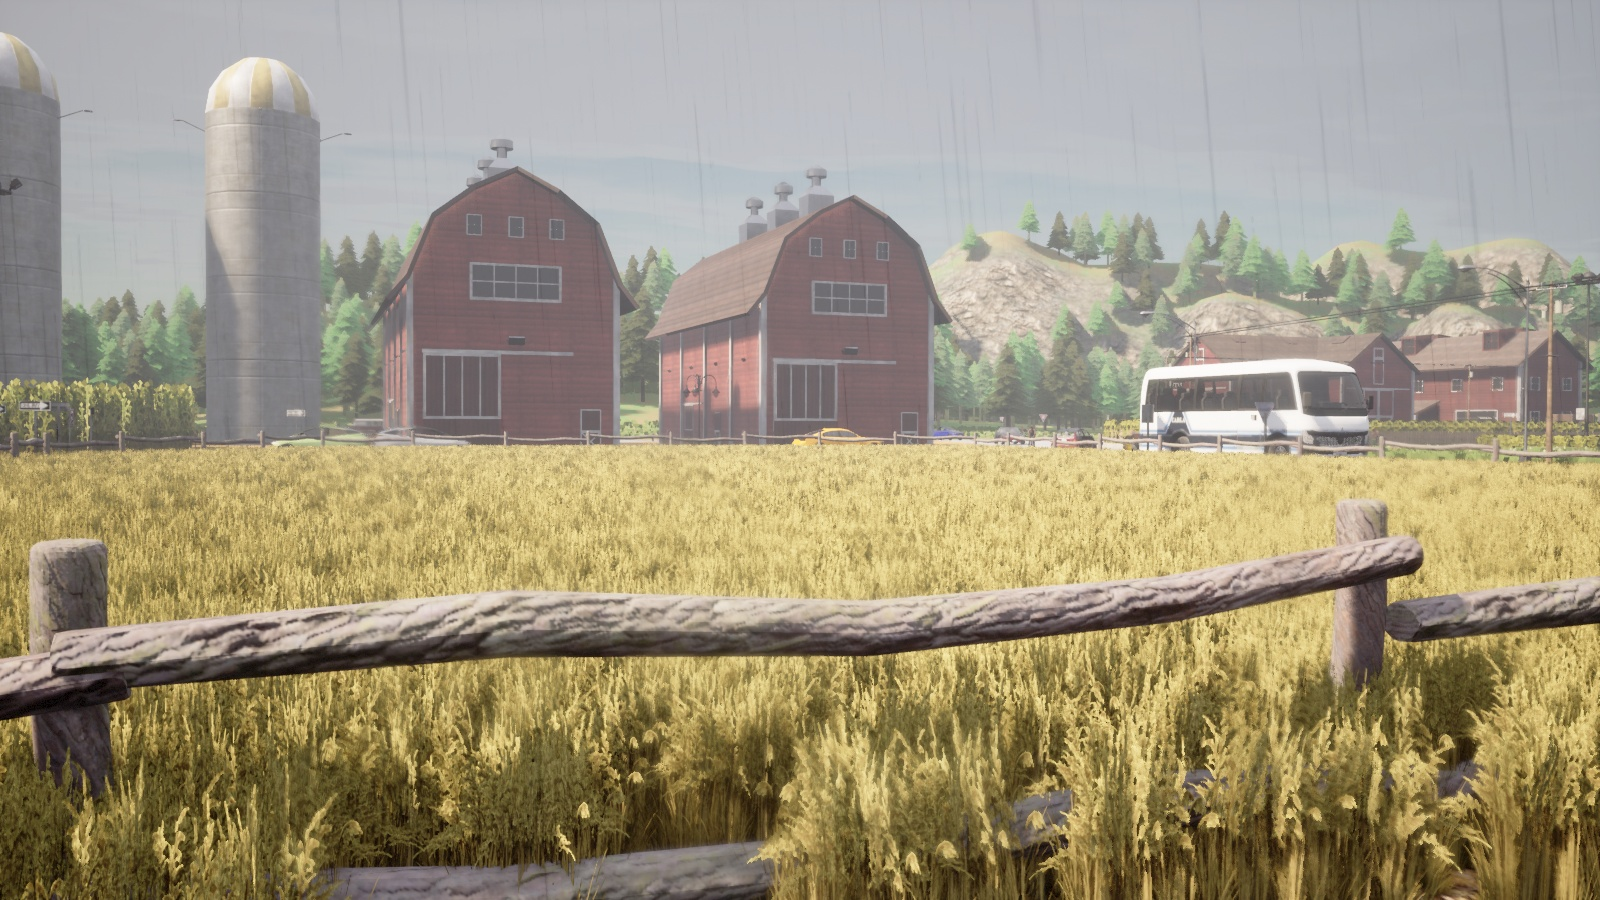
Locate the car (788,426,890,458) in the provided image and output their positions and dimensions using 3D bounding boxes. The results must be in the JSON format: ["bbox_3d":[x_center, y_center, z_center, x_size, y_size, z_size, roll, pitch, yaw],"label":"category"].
[{"bbox_3d":[2.065,-0.443,66.384,5.008,1.535,1.882,-1,1,-20],"label":"car"}]

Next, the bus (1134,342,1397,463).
[{"bbox_3d":[18.037,-1.767,49.780,3.944,4.253,10.273,-1,1,-21],"label":"bus"}]

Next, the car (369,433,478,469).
[{"bbox_3d":[-17.341,0.031,57.880,4.514,1.525,2.007,-2,1,-28],"label":"car"}]

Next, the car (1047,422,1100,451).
[{"bbox_3d":[15.506,-0.794,71.062,1.789,1.549,3.705,0,2,31],"label":"car"}]

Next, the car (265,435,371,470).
[{"bbox_3d":[-22.844,0.095,59.672,4.514,1.525,2.007,-1,1,-15],"label":"car"}]
